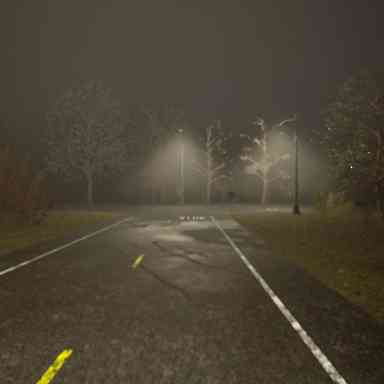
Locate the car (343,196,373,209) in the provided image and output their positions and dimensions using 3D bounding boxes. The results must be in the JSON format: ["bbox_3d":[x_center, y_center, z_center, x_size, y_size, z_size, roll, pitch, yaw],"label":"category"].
[{"bbox_3d":[23.069,1.411,47.252,4.553,1.767,2.097,1,0,0],"label":"car"}]
